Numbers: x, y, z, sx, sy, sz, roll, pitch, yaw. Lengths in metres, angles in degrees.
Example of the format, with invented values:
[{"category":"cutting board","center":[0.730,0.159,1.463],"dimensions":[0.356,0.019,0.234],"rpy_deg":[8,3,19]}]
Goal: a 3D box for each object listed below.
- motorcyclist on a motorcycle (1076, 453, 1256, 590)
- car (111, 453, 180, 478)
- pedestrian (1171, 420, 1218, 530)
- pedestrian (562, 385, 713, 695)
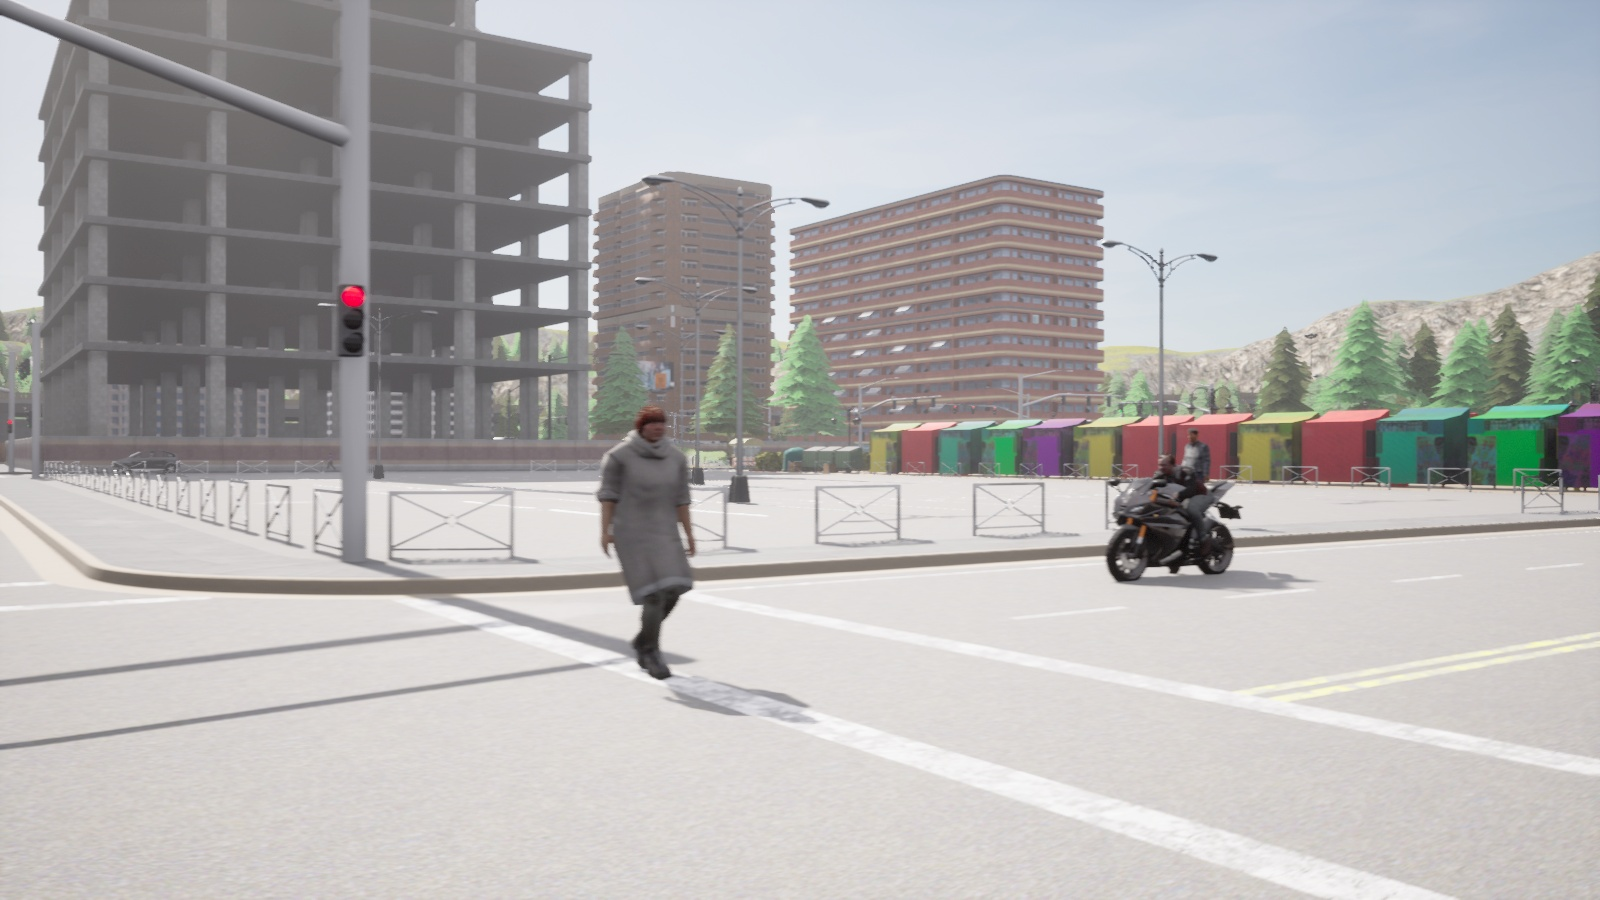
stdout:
[{"category":"motorcyclist on a motorcycle","center":[4.421,0.807,15.099],"dimensions":[2.191,1.530,0.866],"rpy_deg":[0,0,-33]},{"category":"car","center":[-41.405,0.945,79.491],"dimensions":[3.705,1.549,1.789],"rpy_deg":[0,0,-35]},{"category":"pedestrian","center":[7.158,0.443,22.774],"dimensions":[0.788,1.949,0.423],"rpy_deg":[0,0,-36]},{"category":"pedestrian","center":[-1.104,0.567,8.458],"dimensions":[0.659,1.952,0.873],"rpy_deg":[0,0,-36]}]
